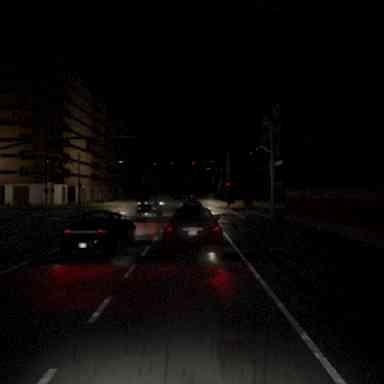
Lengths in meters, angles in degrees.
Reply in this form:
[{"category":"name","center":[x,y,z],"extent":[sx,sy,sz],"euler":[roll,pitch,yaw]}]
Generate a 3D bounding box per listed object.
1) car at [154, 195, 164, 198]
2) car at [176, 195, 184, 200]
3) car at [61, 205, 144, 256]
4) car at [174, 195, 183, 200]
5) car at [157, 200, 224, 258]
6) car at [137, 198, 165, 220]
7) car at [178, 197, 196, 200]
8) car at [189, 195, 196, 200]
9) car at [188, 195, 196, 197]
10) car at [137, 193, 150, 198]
[{"category":"car","center":[-7.165,1.475,73.592],"extent":[2.128,1.511,4.902],"euler":[0,0,1]},{"category":"car","center":[-3.401,1.469,94.852],"extent":[1.994,1.385,4.181],"euler":[0,0,1]},{"category":"car","center":[-3.455,1.483,13.000],"extent":[2.128,1.511,4.902],"euler":[0,0,1]},{"category":"car","center":[-3.533,1.475,84.220],"extent":[2.033,1.411,5.357],"euler":[0,0,1]},{"category":"car","center":[0.045,1.343,12.906],"extent":[2.097,1.767,4.553],"euler":[0,0,1]},{"category":"car","center":[-3.499,1.493,28.007],"extent":[2.128,1.511,4.902],"euler":[0,0,0]},{"category":"car","center":[0.002,1.486,29.209],"extent":[1.882,1.535,5.008],"euler":[0,0,0]},{"category":"car","center":[0.098,1.456,94.810],"extent":[2.033,1.411,5.357],"euler":[0,0,1]},{"category":"car","center":[-0.028,1.465,84.616],"extent":[2.128,1.511,4.902],"euler":[0,0,1]},{"category":"car","center":[-10.665,1.176,73.600],"extent":[2.150,2.045,5.566],"euler":[0,0,1]}]
